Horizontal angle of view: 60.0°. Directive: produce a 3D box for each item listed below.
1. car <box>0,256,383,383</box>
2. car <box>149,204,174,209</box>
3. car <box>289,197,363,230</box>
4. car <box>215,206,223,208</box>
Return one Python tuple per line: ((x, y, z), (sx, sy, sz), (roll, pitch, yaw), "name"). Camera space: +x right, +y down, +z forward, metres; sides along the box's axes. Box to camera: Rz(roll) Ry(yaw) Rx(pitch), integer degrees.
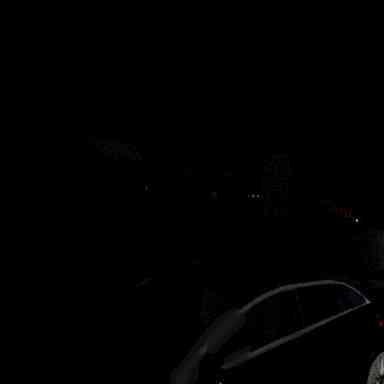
((0.245, 1.493, 3.243), (4.902, 1.511, 2.128), (0, 0, -35), "car")
((-3.622, 1.737, 38.556), (2.097, 1.767, 4.553), (3, -2, -37), "car")
((8.241, 1.375, 22.066), (2.150, 2.045, 5.566), (2, -2, -35), "car")
((2.333, 1.826, 30.434), (2.033, 1.411, 5.357), (2, -2, -36), "car")
